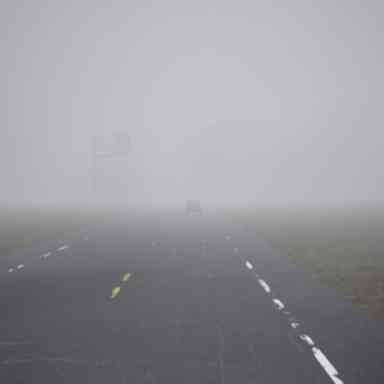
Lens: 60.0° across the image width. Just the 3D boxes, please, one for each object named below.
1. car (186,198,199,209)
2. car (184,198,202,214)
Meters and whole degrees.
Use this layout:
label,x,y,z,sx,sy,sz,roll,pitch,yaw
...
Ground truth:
label,x,y,z,sx,sy,sz,roll,pitch,yaw
car,0.078,1.624,47.142,1.812,1.442,4.674,0,0,0
car,0.154,1.626,36.444,2.033,1.411,5.357,0,0,0
